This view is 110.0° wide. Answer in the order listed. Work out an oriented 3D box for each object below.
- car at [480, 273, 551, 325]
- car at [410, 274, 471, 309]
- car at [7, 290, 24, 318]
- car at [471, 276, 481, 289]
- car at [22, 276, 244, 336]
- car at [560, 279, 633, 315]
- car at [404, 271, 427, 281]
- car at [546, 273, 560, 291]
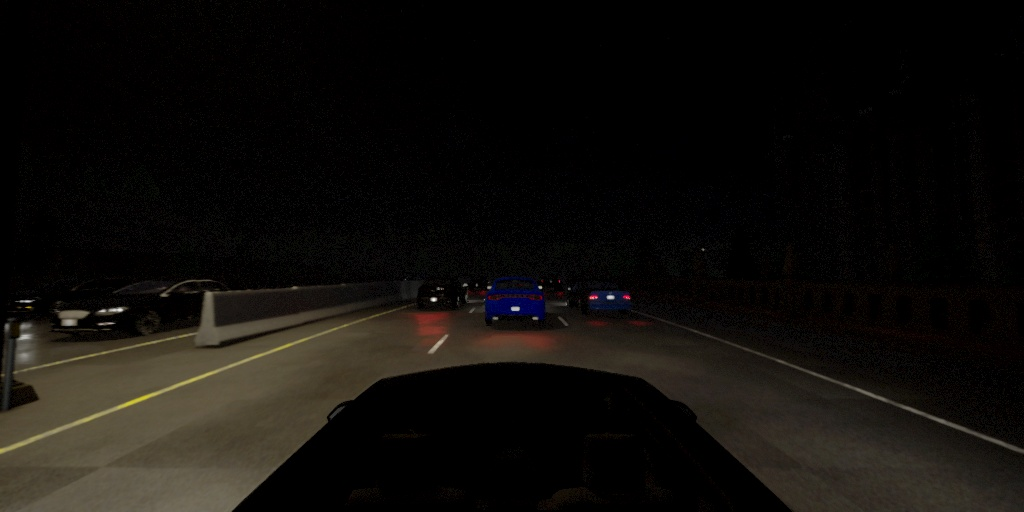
[{"bbox_3d":[0.099,1.488,12.854,1.882,1.535,5.008,0,-3,0],"label":"car"},{"bbox_3d":[-3.402,1.767,18.041,1.837,1.490,4.892,0,-3,0],"label":"car"},{"bbox_3d":[-17.601,1.602,14.716,1.837,1.490,4.892,0,-3,0],"label":"car"},{"bbox_3d":[-3.417,2.734,36.940,1.812,1.442,4.674,0,-3,0],"label":"car"},{"bbox_3d":[-10.601,1.425,11.046,2.128,1.511,4.902,0,-2,0],"label":"car"},{"bbox_3d":[3.599,1.687,15.598,2.033,1.411,5.357,0,-3,0],"label":"car"},{"bbox_3d":[-14.044,3.246,53.293,2.150,2.045,5.566,0,-3,1],"label":"car"},{"bbox_3d":[3.596,2.474,35.222,2.097,1.767,4.553,0,-3,0],"label":"car"}]
